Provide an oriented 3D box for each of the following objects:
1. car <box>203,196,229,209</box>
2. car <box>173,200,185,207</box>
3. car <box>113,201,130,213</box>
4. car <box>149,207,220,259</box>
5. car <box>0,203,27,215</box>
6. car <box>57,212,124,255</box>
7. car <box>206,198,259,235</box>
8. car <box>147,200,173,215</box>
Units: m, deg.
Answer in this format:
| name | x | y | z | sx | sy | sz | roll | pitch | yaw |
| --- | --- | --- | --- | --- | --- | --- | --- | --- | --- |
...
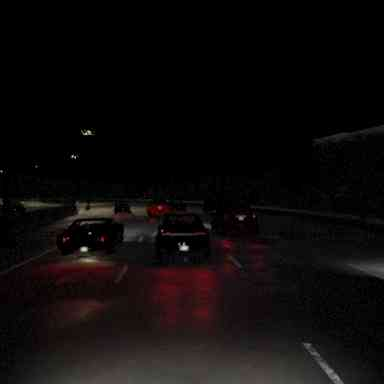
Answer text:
| name | x | y | z | sx | sy | sz | roll | pitch | yaw |
| --- | --- | --- | --- | --- | --- | --- | --- | --- | --- |
| car | 2.914 | 1.465 | 38.824 | 2.150 | 2.045 | 5.566 | 0 | 0 | -13 |
| car | -2.268 | 1.793 | 44.666 | 1.882 | 1.535 | 5.008 | 0 | 0 | -16 |
| car | -9.051 | 1.872 | 42.730 | 1.812 | 1.442 | 4.674 | 0 | 0 | -16 |
| car | -0.445 | 1.583 | 13.033 | 2.128 | 1.511 | 4.902 | 0 | 0 | -5 |
| car | -17.655 | 1.826 | 32.583 | 2.128 | 1.511 | 4.902 | 0 | 0 | -12 |
| car | -3.984 | 1.721 | 13.875 | 1.895 | 1.301 | 4.718 | 0 | 0 | -5 |
| car | 2.411 | 1.471 | 19.989 | 2.097 | 1.767 | 4.553 | 0 | 0 | -6 |
| car | -3.602 | 1.610 | 34.934 | 2.097 | 1.767 | 4.553 | 0 | 0 | -11 |
